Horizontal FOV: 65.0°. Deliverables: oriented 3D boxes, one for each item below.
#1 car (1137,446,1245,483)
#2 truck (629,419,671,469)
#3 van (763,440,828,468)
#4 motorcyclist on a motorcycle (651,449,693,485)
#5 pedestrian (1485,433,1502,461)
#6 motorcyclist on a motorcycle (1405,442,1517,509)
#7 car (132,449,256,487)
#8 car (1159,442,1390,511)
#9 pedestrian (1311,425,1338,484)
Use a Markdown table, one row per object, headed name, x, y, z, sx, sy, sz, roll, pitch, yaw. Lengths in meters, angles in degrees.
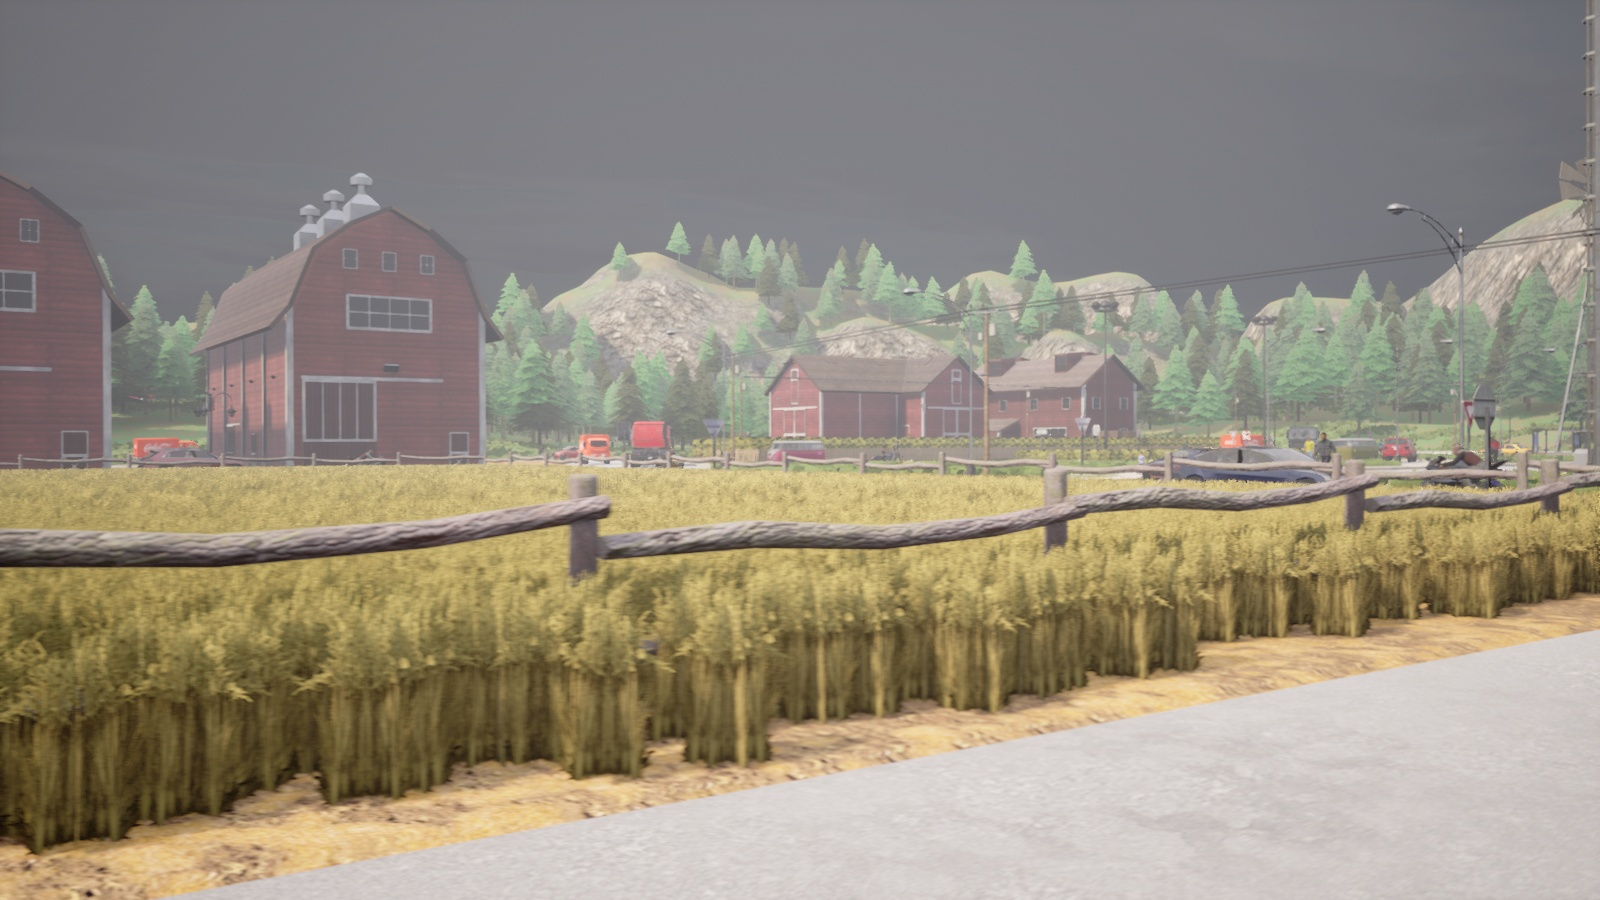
| name | x | y | z | sx | sy | sz | roll | pitch | yaw |
| --- | --- | --- | --- | --- | --- | --- | --- | --- | --- |
| car | 15.503 | 0.561 | 49.724 | 4.181 | 1.385 | 1.994 | -1 | 0 | -36 |
| truck | -10.930 | -0.449 | 91.945 | 2.891 | 3.462 | 7.936 | -1 | 0 | -6 |
| van | -0.329 | 0.288 | 92.227 | 4.442 | 1.987 | 1.775 | -1 | 0 | -31 |
| motorcyclist on a motorcycle | -5.528 | 0.717 | 54.143 | 0.866 | 1.530 | 2.191 | -1 | 0 | -35 |
| pedestrian | 44.671 | -0.200 | 80.907 | 0.899 | 1.844 | 0.634 | -1 | 0 | -35 |
| motorcyclist on a motorcycle | 15.703 | 0.581 | 29.884 | 0.866 | 1.530 | 2.191 | -1 | 0 | -35 |
| car | -28.214 | 0.812 | 58.556 | 4.856 | 1.649 | 2.033 | -1 | 0 | -38 |
| car | 11.265 | 0.587 | 30.128 | 2.163 | 1.488 | 4.792 | -1 | 0 | -35 |
| pedestrian | 17.556 | 0.153 | 41.995 | 0.788 | 1.949 | 0.423 | -1 | 0 | -30 |
